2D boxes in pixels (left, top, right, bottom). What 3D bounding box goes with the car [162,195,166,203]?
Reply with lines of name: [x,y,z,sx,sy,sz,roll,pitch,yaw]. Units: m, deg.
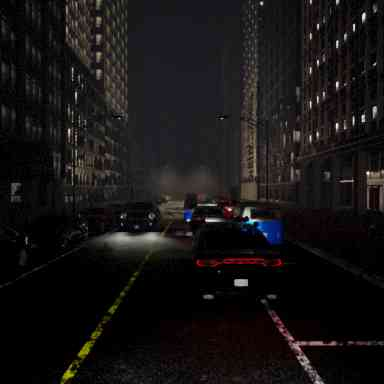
car: [-5.853,1.537,53.871,2.008,1.369,4.403,-1,0,0]

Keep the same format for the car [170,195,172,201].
car: [-5.905,1.421,70.922,1.967,1.590,4.097,-1,0,0]

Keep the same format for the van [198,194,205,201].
van: [2.425,1.317,87.998,1.690,1.788,3.998,-1,0,0]

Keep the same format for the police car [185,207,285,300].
police car: [0.878,1.423,8.561,1.930,1.638,5.238,0,0,0]

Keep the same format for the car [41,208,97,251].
car: [-5.736,1.563,14.086,1.947,1.339,4.313,-1,0,0]

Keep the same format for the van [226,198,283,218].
van: [2.642,1.338,14.111,1.690,1.788,3.998,-1,0,0]

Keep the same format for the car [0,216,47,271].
car: [-5.720,1.549,8.402,2.008,1.369,4.403,-1,0,0]

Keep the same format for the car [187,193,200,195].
car: [-0.172,1.206,59.491,2.150,2.045,5.566,0,0,0]

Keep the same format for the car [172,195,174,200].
car: [-5.936,1.503,82.120,1.752,1.417,4.829,-1,0,0]

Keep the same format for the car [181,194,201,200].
car: [-0.118,1.467,45.602,1.882,1.535,5.008,0,0,0]

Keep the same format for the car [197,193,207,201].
car: [2.441,1.293,82.315,2.192,1.841,5.009,-1,0,0]

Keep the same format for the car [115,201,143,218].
car: [-5.786,1.575,31.137,1.802,1.307,4.206,-1,0,0]

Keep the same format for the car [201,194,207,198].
car: [2.527,1.537,53.896,2.008,1.369,4.403,-1,0,0]

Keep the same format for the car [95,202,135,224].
car: [-5.770,1.545,25.453,2.008,1.369,4.403,-1,0,0]

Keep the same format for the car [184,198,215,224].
car: [0.574,1.472,24.550,1.882,1.535,5.008,0,0,6]

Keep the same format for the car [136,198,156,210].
car: [-5.820,1.541,42.504,2.008,1.369,4.403,-1,0,0]

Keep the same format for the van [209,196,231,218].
van: [2.592,1.334,31.162,1.690,1.788,3.998,-1,0,0]

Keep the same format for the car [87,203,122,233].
car: [-5.753,1.540,19.770,1.887,1.381,4.507,-1,0,0]

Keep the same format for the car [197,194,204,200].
car: [2.409,1.413,93.682,1.967,1.590,4.097,-1,0,0]

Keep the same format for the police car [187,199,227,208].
police car: [0.848,1.421,18.562,1.930,1.638,5.238,0,0,0]

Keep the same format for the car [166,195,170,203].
car: [-5.887,1.565,65.238,1.802,1.307,4.206,-1,0,0]

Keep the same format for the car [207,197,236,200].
car: [2.608,1.309,25.478,2.192,1.841,5.009,-1,0,0]

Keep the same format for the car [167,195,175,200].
car: [-5.971,1.539,93.657,1.947,1.339,4.313,-1,0,0]

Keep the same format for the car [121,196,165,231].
car: [-3.055,1.347,20.556,2.097,1.767,4.553,0,0,0]
